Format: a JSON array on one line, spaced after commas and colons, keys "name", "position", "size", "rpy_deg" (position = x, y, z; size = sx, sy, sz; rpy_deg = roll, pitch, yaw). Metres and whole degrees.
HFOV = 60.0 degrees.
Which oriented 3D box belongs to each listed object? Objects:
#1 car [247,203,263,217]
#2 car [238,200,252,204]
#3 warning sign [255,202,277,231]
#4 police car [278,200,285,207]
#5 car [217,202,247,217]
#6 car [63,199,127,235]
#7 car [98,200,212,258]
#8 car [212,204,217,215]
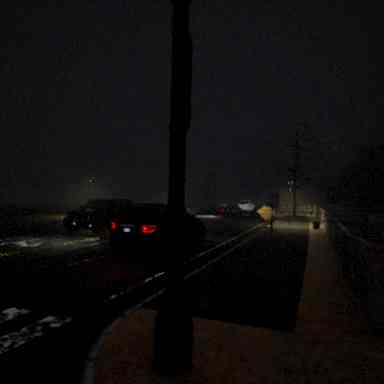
[{"name": "car", "position": [8.528, 2.449, 41.855], "size": [1.994, 1.385, 4.181], "rpy_deg": [2, -1, 19]}, {"name": "car", "position": [8.281, 2.203, 51.649], "size": [2.150, 2.045, 5.566], "rpy_deg": [2, -1, 18]}, {"name": "warning sign", "position": [5.312, 1.716, 23.784], "size": [1.300, 1.860, 1.060], "rpy_deg": [3, 1, 20]}, {"name": "police car", "position": [24.563, 3.357, 91.774], "size": [1.930, 1.638, 5.238], "rpy_deg": [1, -1, 15]}, {"name": "car", "position": [5.107, 2.329, 41.891], "size": [2.033, 1.411, 5.357], "rpy_deg": [2, -1, 19]}, {"name": "car", "position": [-5.666, 1.462, 21.277], "size": [2.150, 2.045, 5.566], "rpy_deg": [2, -1, 20]}, {"name": "car", "position": [-1.281, 1.532, 14.585], "size": [2.150, 2.045, 5.566], "rpy_deg": [2, -1, 24]}, {"name": "car", "position": [2.057, 2.230, 43.302], "size": [1.812, 1.442, 4.674], "rpy_deg": [2, -1, 19]}]
